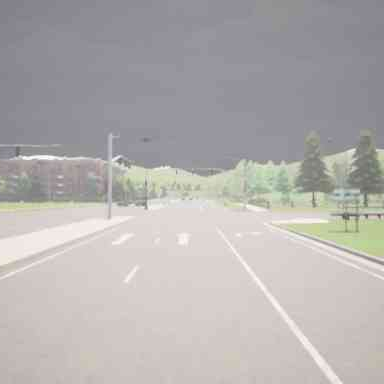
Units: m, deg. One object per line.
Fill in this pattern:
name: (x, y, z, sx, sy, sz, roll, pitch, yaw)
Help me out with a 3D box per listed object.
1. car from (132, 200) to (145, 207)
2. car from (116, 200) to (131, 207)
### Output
car: (-11.494, 2.543, 74.570, 2.033, 1.411, 5.357, 0, -1, 0)
car: (-14.995, 2.518, 71.779, 1.994, 1.385, 4.181, 0, -1, 0)
